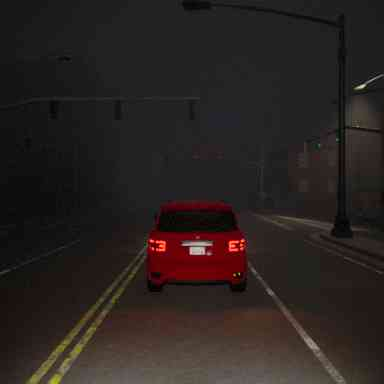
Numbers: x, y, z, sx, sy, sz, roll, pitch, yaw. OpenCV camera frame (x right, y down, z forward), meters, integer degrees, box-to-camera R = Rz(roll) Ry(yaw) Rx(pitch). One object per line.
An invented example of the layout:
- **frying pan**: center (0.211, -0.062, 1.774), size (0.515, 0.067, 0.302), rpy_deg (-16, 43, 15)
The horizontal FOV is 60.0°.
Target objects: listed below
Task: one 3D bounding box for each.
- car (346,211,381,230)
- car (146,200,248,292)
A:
- **car**: center (15.435, 2.488, 29.654), size (4.902, 1.511, 2.128), rpy_deg (8, 0, 0)
- **car**: center (0.101, 1.221, 9.060), size (2.150, 2.045, 5.566), rpy_deg (0, 0, 0)
